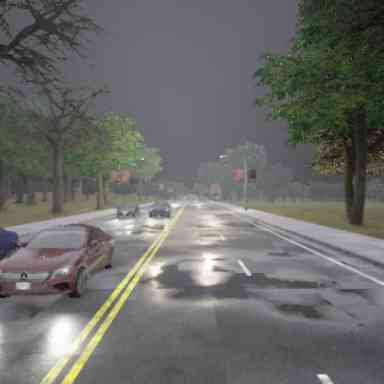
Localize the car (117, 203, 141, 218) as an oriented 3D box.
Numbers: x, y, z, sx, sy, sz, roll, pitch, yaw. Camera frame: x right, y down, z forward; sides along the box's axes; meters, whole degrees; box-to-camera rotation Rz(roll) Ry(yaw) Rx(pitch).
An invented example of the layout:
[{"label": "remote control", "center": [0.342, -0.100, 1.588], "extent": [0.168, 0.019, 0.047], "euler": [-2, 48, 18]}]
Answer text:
[{"label": "car", "center": [-6.501, 1.869, 34.559], "extent": [2.128, 1.511, 4.902], "euler": [0, -1, 0]}]

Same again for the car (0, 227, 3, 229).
[{"label": "car", "center": [-6.585, 1.627, 9.314], "extent": [1.812, 1.442, 4.674], "euler": [0, -1, 0]}]

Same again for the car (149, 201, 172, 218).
[{"label": "car", "center": [-3.250, 1.728, 34.705], "extent": [2.097, 1.767, 4.553], "euler": [0, -1, 0]}]

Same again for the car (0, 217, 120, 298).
[{"label": "car", "center": [-3.334, 1.623, 8.917], "extent": [1.812, 1.442, 4.674], "euler": [0, 0, 0]}]
